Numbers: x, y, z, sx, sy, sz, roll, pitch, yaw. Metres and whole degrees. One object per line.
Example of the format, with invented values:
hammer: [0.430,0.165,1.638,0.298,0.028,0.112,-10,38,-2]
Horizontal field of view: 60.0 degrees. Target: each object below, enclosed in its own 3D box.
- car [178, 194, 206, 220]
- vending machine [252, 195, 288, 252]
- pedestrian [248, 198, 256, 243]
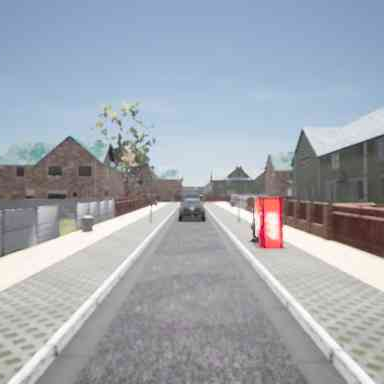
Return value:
car: [0.012,1.310,27.408,2.097,1.767,4.553,0,0,0]
vending machine: [2.965,1.179,12.787,1.100,2.100,0.880,-1,-1,0]
pedestrian: [2.657,1.123,13.692,0.375,1.860,0.375,1,-1,0]
